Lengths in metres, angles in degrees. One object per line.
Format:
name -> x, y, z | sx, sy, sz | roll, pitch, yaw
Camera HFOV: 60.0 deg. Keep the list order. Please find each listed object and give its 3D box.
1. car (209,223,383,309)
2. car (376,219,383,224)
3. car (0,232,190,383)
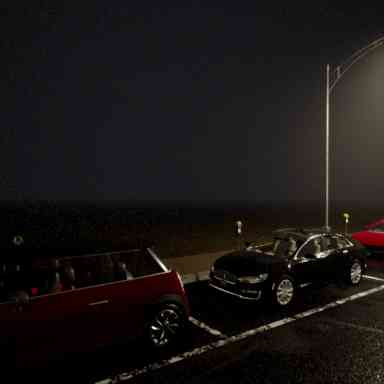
car -> 2.395, 1.552, 7.797 | 4.403, 1.369, 2.008 | 0, 1, -35
car -> 6.902, 1.547, 11.012 | 4.507, 1.381, 1.887 | 0, 1, -35
car -> -2.111, 1.440, 4.581 | 4.097, 1.590, 1.967 | 0, 1, -35
